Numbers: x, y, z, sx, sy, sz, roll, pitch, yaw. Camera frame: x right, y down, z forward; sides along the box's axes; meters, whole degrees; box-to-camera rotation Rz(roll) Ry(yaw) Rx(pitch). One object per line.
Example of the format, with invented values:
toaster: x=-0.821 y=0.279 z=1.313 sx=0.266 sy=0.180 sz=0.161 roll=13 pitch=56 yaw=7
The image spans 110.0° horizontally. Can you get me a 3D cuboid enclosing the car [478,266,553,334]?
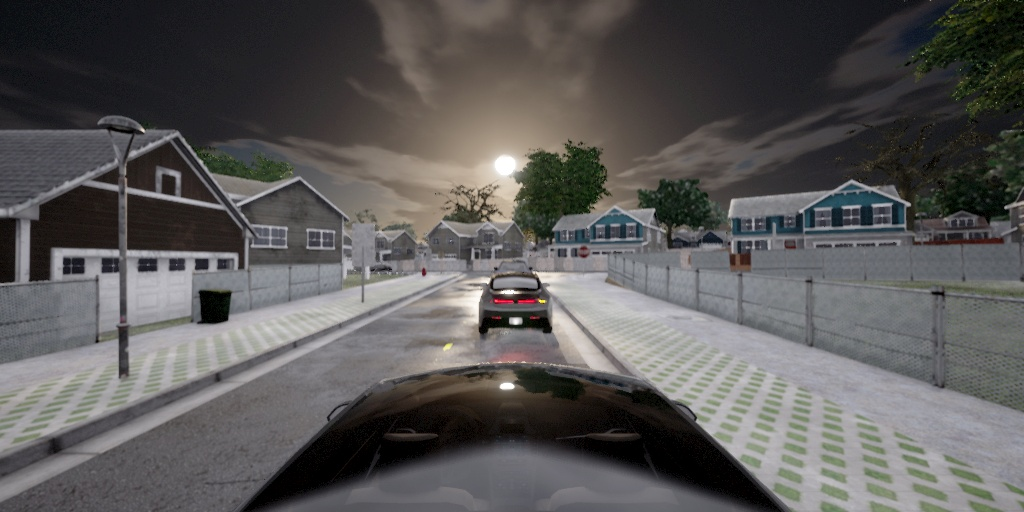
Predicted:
car: x=0.084 y=1.198 z=10.458 sx=1.837 sy=1.490 sz=4.892 roll=0 pitch=0 yaw=0

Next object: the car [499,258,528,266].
car: x=0.071 y=0.988 z=19.360 sx=2.097 sy=1.767 sz=4.553 roll=0 pitch=0 yaw=0

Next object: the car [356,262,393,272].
car: x=-17.861 y=1.478 z=46.328 sx=5.357 sy=1.411 sz=2.033 roll=-2 pitch=-1 yaw=31
